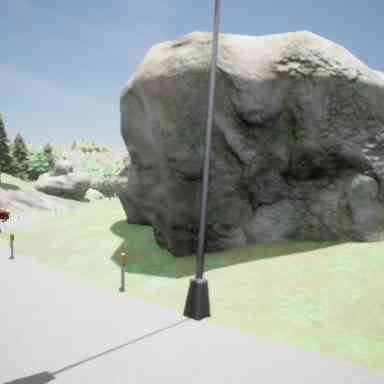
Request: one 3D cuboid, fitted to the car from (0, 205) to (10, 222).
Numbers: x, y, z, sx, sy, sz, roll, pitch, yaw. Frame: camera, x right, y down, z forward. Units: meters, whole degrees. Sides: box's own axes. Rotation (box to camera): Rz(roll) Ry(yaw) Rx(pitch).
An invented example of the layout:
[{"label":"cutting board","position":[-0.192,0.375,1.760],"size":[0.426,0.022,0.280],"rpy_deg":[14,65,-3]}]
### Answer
[{"label":"car","position":[-22.118,2.302,36.750],"size":[2.150,2.045,5.566],"rpy_deg":[3,-3,-9]}]
